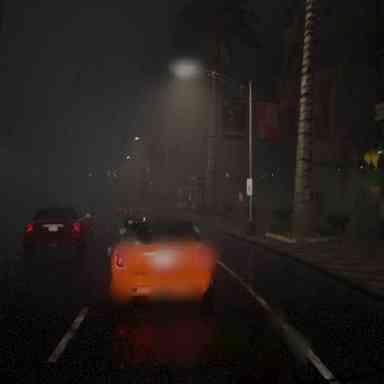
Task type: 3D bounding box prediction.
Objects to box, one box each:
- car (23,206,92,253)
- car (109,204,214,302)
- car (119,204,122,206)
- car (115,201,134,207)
[{"bbox_3d":[-5.412,1.341,13.950,2.097,1.767,4.553,0,0,-12],"label":"car"},{"bbox_3d":[-0.812,1.345,8.495,2.097,1.767,4.553,0,0,-7],"label":"car"},{"bbox_3d":[-3.112,1.586,19.448,1.895,1.301,4.718,0,0,-14],"label":"car"},{"bbox_3d":[-5.797,1.502,29.412,1.812,1.442,4.674,0,0,-15],"label":"car"}]
